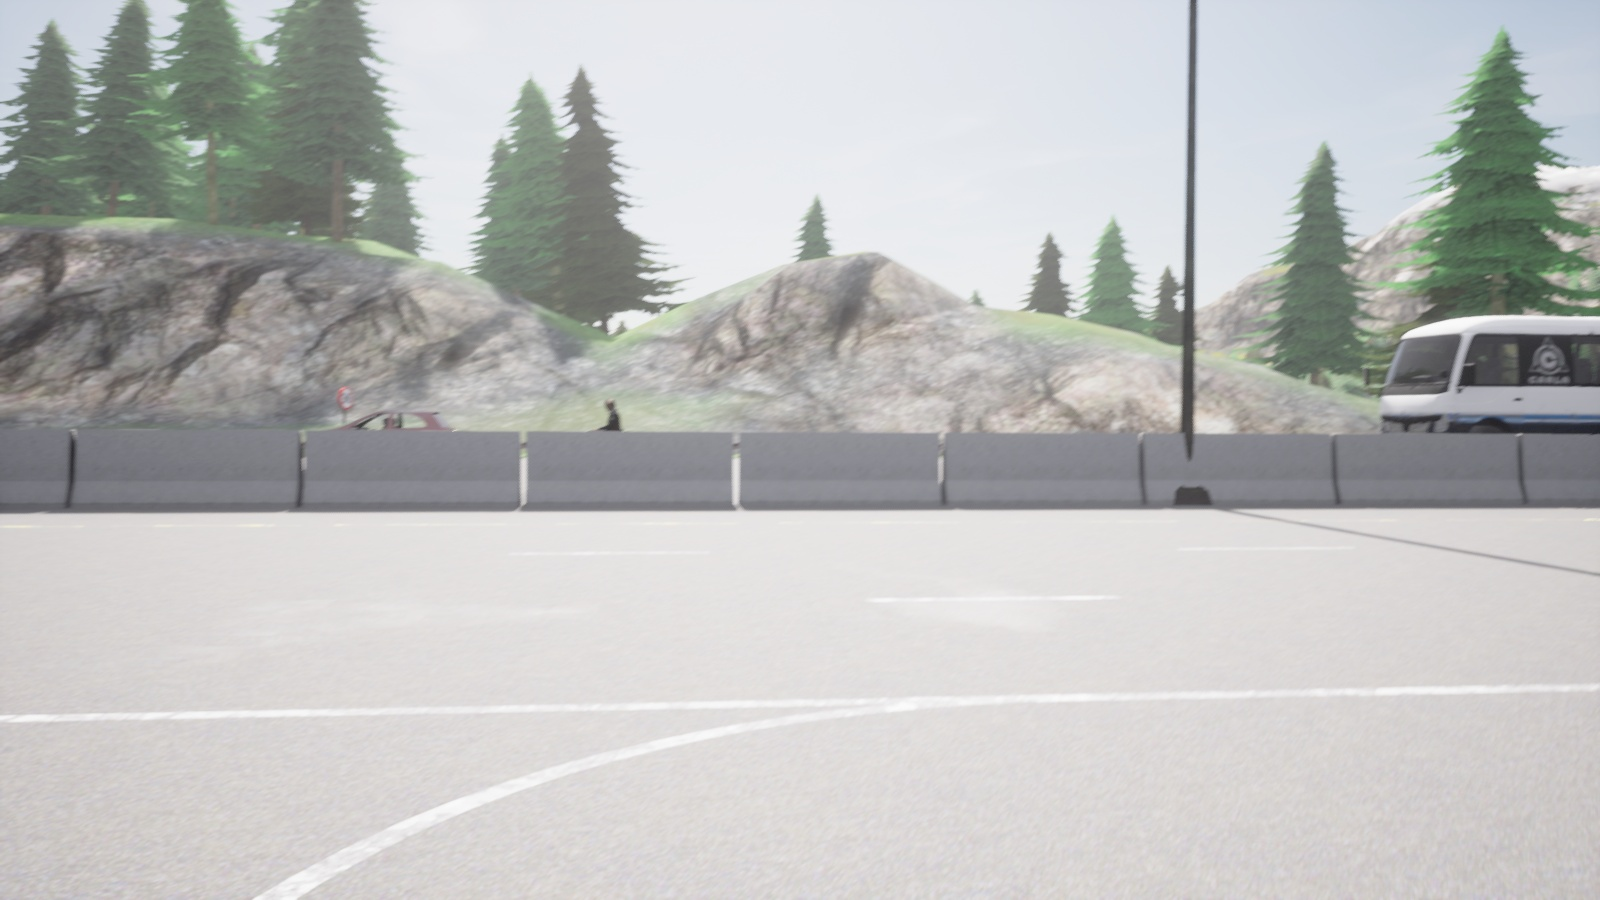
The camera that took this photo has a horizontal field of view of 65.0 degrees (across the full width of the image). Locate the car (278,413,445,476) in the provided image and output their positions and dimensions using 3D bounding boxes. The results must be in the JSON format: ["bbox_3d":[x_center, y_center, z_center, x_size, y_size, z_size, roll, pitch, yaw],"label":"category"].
[{"bbox_3d":[-10.950,-0.159,31.559,3.633,1.501,1.845,0,2,-7],"label":"car"}]

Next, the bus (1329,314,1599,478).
[{"bbox_3d":[20.773,-1.430,35.167,10.273,4.253,3.944,0,2,-7],"label":"bus"}]
